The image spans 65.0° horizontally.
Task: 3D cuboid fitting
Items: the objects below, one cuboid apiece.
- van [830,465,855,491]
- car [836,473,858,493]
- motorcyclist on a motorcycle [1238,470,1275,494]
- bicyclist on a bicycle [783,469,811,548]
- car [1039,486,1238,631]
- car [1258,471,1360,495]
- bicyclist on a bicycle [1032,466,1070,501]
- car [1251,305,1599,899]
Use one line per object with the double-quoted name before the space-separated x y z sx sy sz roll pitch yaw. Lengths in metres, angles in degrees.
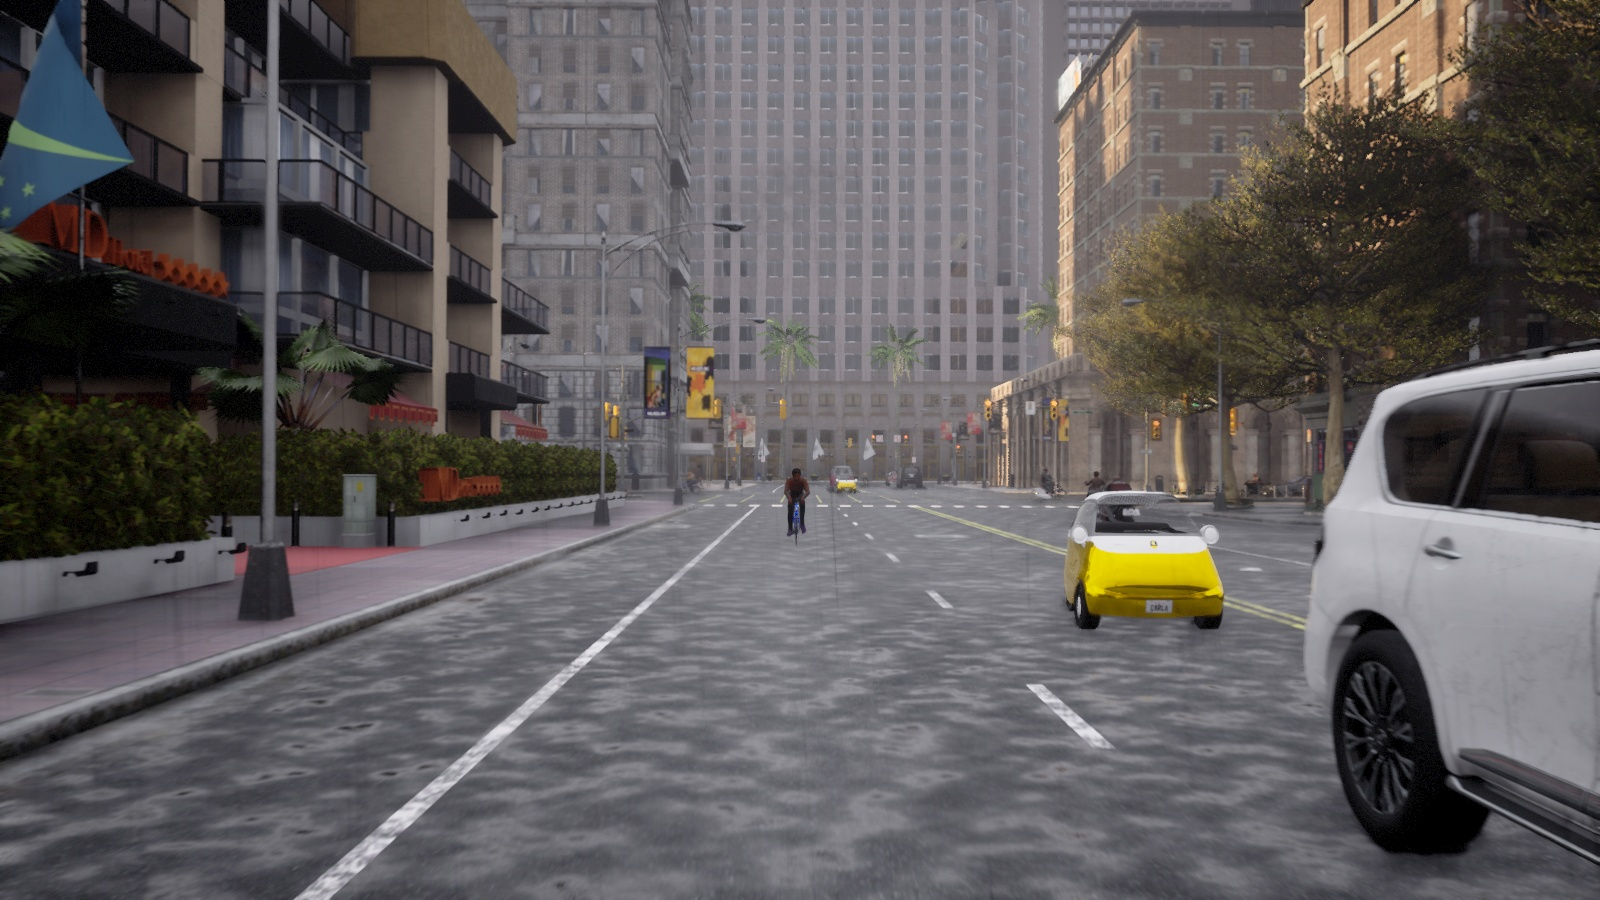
"van" 3.258 2.191 97.780 1.775 1.987 4.442 0 -1 0
"car" 3.283 2.337 88.460 1.481 1.376 2.207 0 -1 0
"motorcyclist on a motorcycle" 29.110 2.020 80.044 2.044 1.523 0.797 0 -1 1
"bicyclist on a bicycle" -0.066 1.212 26.509 0.582 1.620 1.656 0 -1 0
"car" 3.467 1.077 13.198 1.481 1.376 2.207 0 -1 0
"car" 30.968 2.018 76.453 5.357 1.411 2.033 0 -1 1
"bicyclist on a bicycle" 13.005 1.723 65.110 1.843 1.776 0.659 0 -1 0
"car" 3.487 0.585 3.872 2.150 2.045 5.566 0 -1 0
